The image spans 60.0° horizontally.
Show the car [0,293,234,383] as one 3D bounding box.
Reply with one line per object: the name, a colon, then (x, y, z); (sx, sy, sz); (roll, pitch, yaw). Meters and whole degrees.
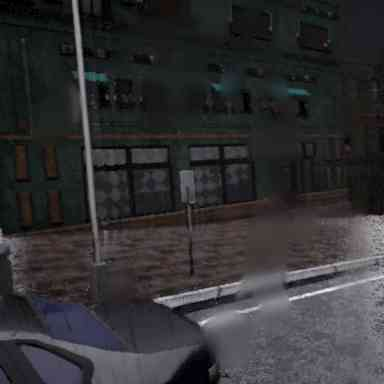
car: (-2.199, 1.539, 2.041); (5.357, 1.411, 2.033); (0, 0, -36)
